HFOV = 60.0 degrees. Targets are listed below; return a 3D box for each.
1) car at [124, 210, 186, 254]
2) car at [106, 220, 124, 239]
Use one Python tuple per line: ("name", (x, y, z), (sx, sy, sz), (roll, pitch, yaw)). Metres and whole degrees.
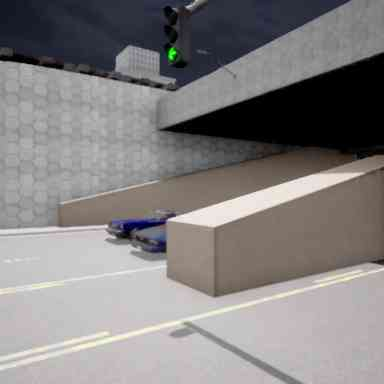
("car", (0.435, 1.486, 12.680), (5.357, 1.411, 2.033), (0, 0, -34))
("car", (-1.531, 1.525, 15.575), (4.718, 1.301, 1.895), (0, 0, -34))
